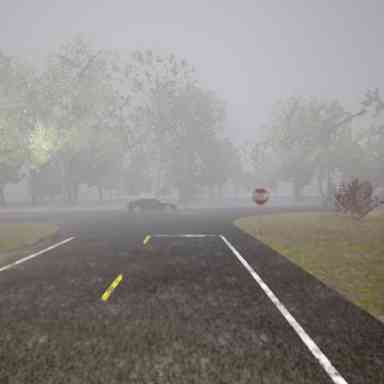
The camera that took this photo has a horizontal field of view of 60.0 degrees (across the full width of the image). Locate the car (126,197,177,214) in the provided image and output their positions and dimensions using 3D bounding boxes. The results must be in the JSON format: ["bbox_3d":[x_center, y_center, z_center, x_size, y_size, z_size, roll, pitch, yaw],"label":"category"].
[{"bbox_3d":[-3.852,1.258,31.779,4.892,1.490,1.837,0,1,-11],"label":"car"}]
